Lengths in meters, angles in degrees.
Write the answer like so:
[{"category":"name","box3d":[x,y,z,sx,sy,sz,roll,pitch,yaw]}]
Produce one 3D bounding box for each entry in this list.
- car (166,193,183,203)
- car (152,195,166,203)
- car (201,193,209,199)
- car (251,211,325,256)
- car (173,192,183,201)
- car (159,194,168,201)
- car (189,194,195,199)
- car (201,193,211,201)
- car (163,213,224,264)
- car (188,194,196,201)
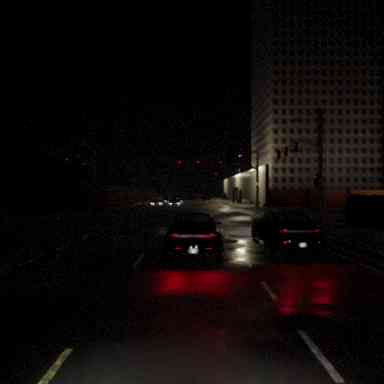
[{"category":"car","box3d":[-3.499,1.300,67.469,2.097,1.767,4.553,0,0,0]},{"category":"car","box3d":[-6.999,1.423,67.419,1.882,1.535,5.008,0,0,0]},{"category":"car","box3d":[3.507,1.107,92.384,2.097,1.767,4.553,0,0,0]},{"category":"car","box3d":[3.566,1.480,13.072,2.128,1.511,4.902,0,0,0]},{"category":"car","box3d":[-3.494,1.153,82.882,2.150,2.045,5.566,0,0,0]},{"category":"car","box3d":[-6.994,1.406,82.912,1.882,1.535,5.008,0,0,0]},{"category":"car","box3d":[0.007,1.252,92.415,1.837,1.490,4.892,0,0,0]},{"category":"car","box3d":[3.506,1.424,82.192,1.837,1.490,4.892,0,0,0]},{"category":"car","box3d":[0.058,1.479,11.894,2.128,1.511,4.902,0,0,0]},{"category":"car","box3d":[0.006,1.279,82.163,2.097,1.767,4.553,0,0,0]}]
